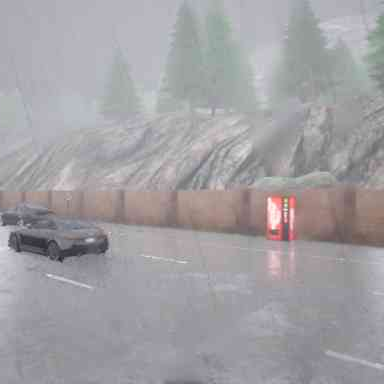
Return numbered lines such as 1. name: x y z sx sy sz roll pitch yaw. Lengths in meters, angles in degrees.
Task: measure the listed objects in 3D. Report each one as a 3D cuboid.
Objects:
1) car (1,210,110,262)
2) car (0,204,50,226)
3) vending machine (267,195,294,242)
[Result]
1. car: -4.936 1.564 12.199 4.181 1.385 1.994 0 0 38
2. car: -10.452 1.506 21.009 4.892 1.490 1.837 0 0 39
3. vending machine: 4.200 1.195 15.695 0.880 2.100 1.100 0 0 37
